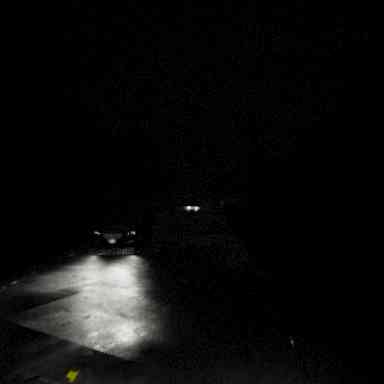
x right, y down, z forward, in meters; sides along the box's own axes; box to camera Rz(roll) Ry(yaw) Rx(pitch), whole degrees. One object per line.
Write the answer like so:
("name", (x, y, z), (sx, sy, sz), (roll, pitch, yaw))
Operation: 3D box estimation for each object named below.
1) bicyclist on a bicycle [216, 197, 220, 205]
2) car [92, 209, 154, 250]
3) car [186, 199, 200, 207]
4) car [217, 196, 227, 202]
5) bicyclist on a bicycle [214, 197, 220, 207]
("bicyclist on a bicycle", (5.007, 1.735, 63.558), (0.582, 1.620, 1.656), (0, -1, 7))
("car", (-2.834, 1.532, 14.540), (2.128, 1.511, 4.902), (0, 0, 2))
("car", (0.208, 1.806, 56.145), (1.994, 1.385, 4.181), (0, 0, 7))
("car", (6.835, 1.790, 81.657), (2.033, 1.411, 5.357), (0, 0, 10))
("bicyclist on a bicycle", (3.928, 1.689, 54.665), (0.582, 1.620, 1.656), (0, -1, 6))
